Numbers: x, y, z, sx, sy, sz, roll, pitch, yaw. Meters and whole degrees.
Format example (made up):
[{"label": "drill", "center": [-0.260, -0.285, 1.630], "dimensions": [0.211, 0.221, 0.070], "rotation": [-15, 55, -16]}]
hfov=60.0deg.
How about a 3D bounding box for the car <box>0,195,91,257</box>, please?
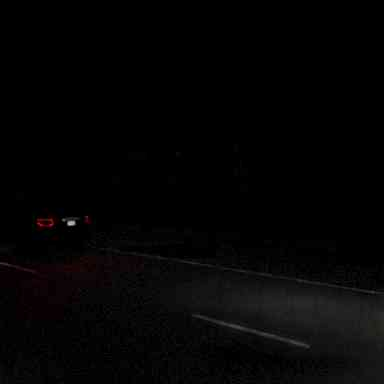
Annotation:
[{"label": "car", "center": [-6.245, 1.132, 12.747], "dimensions": [5.566, 2.045, 2.150], "rotation": [0, 0, 35]}]
